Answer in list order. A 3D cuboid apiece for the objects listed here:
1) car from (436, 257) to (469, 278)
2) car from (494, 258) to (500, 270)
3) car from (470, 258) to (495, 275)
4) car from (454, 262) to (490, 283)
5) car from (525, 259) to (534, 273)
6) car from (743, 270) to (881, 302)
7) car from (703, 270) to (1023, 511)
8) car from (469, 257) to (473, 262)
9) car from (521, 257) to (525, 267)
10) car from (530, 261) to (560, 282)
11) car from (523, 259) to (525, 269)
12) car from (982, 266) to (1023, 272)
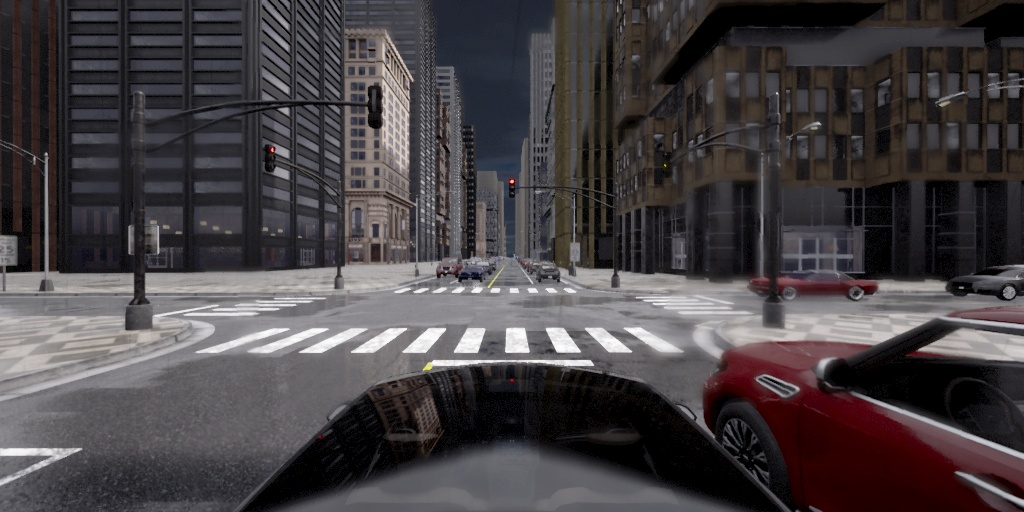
[{"bbox_3d":[-5.751,1.061,33.822,2.192,1.841,5.009,0,0,0],"label":"car"},{"bbox_3d":[-3.076,1.295,48.784,2.033,1.411,5.357,0,0,0],"label":"car"},{"bbox_3d":[-3.087,1.272,38.414,1.812,1.442,4.674,0,0,0],"label":"car"},{"bbox_3d":[-3.090,1.347,28.447,1.895,1.301,4.718,0,0,0],"label":"car"},{"bbox_3d":[2.776,1.297,39.469,2.007,1.370,4.403,0,0,0],"label":"car"},{"bbox_3d":[13.524,1.311,16.361,4.718,1.301,1.895,0,0,0],"label":"car"},{"bbox_3d":[2.762,1.065,1.215,2.192,1.841,5.009,0,0,0],"label":"car"},{"bbox_3d":[-5.749,1.186,39.464,1.967,1.591,4.097,0,0,0],"label":"car"},{"bbox_3d":[2.782,1.188,56.391,1.967,1.591,4.097,0,0,0],"label":"car"},{"bbox_3d":[2.772,1.297,28.188,2.007,1.370,4.403,0,0,0],"label":"car"},{"bbox_3d":[2.778,1.292,45.110,1.888,1.381,4.507,0,0,0],"label":"car"},{"bbox_3d":[22.959,1.194,16.404,4.892,1.490,1.837,0,0,0],"label":"car"}]
